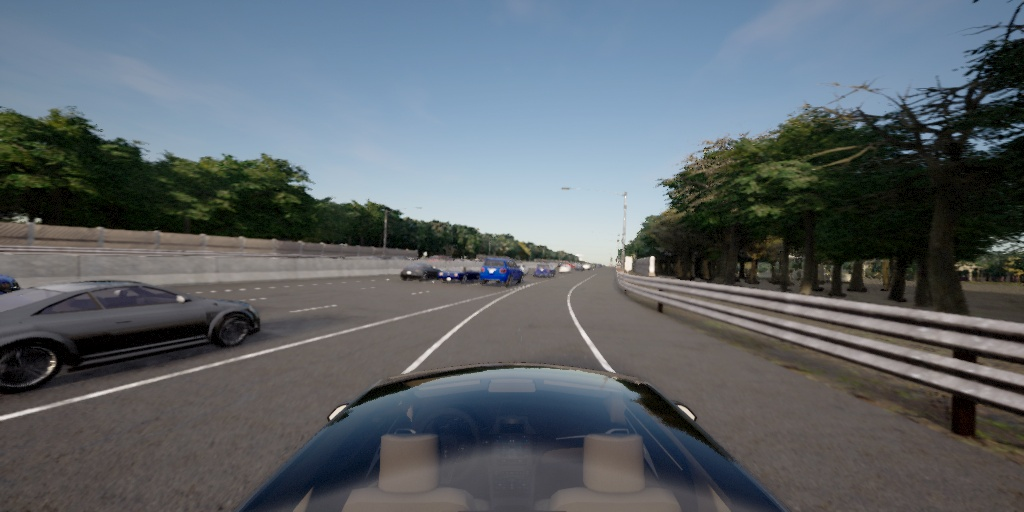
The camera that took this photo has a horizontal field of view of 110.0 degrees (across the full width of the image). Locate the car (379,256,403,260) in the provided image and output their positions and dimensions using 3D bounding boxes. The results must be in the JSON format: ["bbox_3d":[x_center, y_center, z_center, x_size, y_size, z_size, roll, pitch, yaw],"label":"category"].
[{"bbox_3d":[-18.116,0.809,56.448,2.097,1.767,4.553,2,-1,16],"label":"car"}]

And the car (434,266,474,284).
[{"bbox_3d":[-4.107,1.472,28.946,1.895,1.301,4.718,3,-1,16],"label":"car"}]

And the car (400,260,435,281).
[{"bbox_3d":[-7.475,1.288,29.882,1.994,1.385,4.181,3,-1,16],"label":"car"}]

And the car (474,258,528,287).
[{"bbox_3d":[-0.718,1.240,28.016,2.150,2.045,5.566,3,-1,16],"label":"car"}]

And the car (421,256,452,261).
[{"bbox_3d":[-11.422,0.970,54.415,2.150,2.045,5.566,2,-1,17],"label":"car"}]

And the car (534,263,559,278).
[{"bbox_3d":[4.192,1.743,45.285,2.097,1.767,4.553,3,0,16],"label":"car"}]

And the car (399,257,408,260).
[{"bbox_3d":[-14.785,1.203,55.411,1.895,1.301,4.718,2,-1,17],"label":"car"}]

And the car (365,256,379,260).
[{"bbox_3d":[-21.587,0.797,57.021,2.128,1.511,4.902,3,0,17],"label":"car"}]

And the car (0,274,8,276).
[{"bbox_3d":[-10.978,0.572,4.756,2.150,2.045,5.566,3,0,16],"label":"car"}]

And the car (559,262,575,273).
[{"bbox_3d":[9.674,2.334,64.564,1.812,1.442,4.674,3,-1,16],"label":"car"}]

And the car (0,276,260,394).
[{"bbox_3d":[-6.907,1.116,6.339,1.994,1.385,4.181,3,0,16],"label":"car"}]
